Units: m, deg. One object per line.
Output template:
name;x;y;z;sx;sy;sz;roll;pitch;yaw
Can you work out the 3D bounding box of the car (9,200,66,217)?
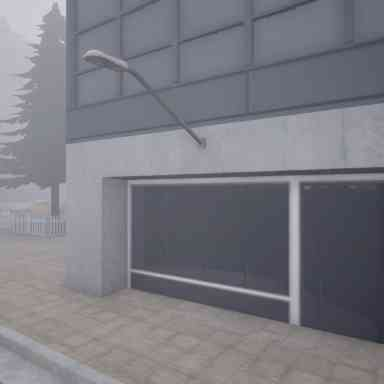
car;-13.847;1.493;30.159;1.882;1.535;5.008;0;0;34
